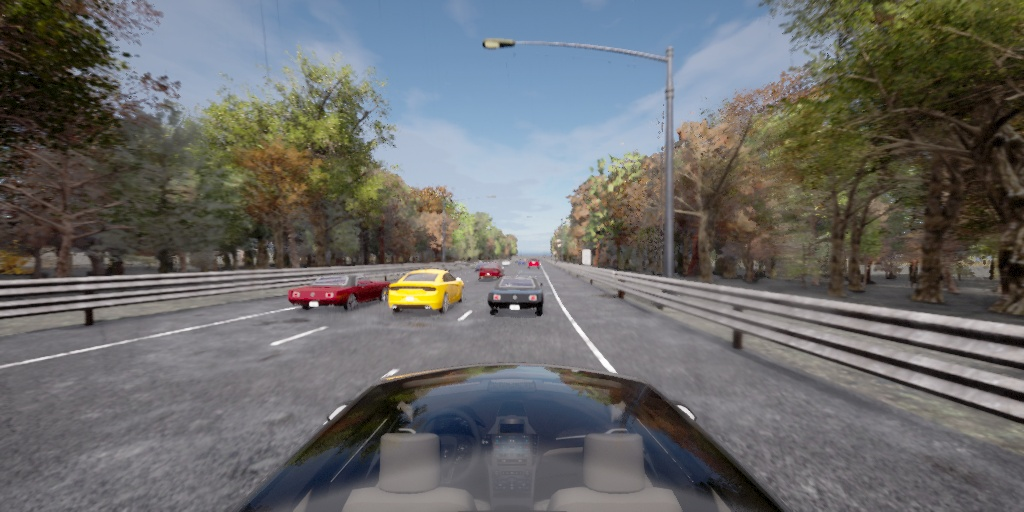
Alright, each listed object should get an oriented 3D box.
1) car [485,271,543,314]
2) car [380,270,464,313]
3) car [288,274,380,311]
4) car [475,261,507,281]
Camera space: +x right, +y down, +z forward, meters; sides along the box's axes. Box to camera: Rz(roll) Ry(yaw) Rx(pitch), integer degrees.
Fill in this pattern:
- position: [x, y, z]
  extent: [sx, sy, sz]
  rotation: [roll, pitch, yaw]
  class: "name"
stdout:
- position: [0.263, 1.442, 14.176]
  extent: [1.895, 1.301, 4.718]
  rotation: [0, 0, 4]
  class: "car"
- position: [-3.230, 1.299, 14.438]
  extent: [1.882, 1.535, 5.008]
  rotation: [0, 0, 4]
  class: "car"
- position: [-6.719, 1.400, 14.674]
  extent: [1.895, 1.301, 4.718]
  rotation: [0, 0, 4]
  class: "car"
- position: [-1.874, 1.439, 33.459]
  extent: [1.882, 1.535, 5.008]
  rotation: [0, 0, 4]
  class: "car"
